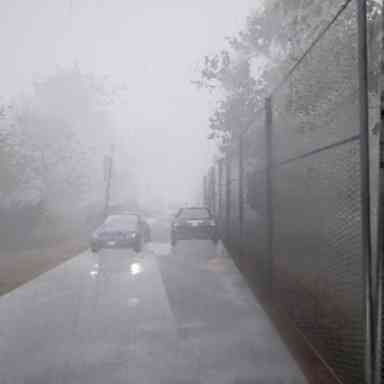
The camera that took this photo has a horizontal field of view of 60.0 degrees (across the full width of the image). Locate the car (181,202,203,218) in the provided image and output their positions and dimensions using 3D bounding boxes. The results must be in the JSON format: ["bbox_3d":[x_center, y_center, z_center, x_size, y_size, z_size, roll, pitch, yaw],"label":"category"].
[{"bbox_3d":[0.015,1.801,34.178,2.128,1.511,4.902,0,-1,0],"label":"car"}]

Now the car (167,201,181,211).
[{"bbox_3d":[-2.847,2.254,54.791,1.882,1.535,5.008,0,-1,2],"label":"car"}]

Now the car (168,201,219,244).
[{"bbox_3d":[0.096,1.414,16.261,2.097,1.767,4.553,-1,0,-1],"label":"car"}]

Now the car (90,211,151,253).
[{"bbox_3d":[-2.866,1.583,14.183,1.812,1.442,4.674,0,0,0],"label":"car"}]
